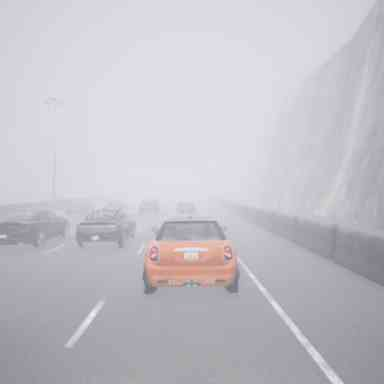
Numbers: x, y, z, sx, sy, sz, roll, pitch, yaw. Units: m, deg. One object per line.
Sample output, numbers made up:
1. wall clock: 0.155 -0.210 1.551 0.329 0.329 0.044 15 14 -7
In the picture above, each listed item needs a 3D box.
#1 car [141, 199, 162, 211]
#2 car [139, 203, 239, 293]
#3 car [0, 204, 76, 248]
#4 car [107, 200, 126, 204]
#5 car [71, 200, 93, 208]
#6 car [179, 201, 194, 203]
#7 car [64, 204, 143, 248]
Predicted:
1. car: -4.082 1.409 32.814 2.128 1.511 4.902 0 1 -1
2. car: -0.061 1.361 9.112 2.097 1.767 4.553 0 0 -1
3. car: -7.193 1.528 15.109 1.882 1.535 5.008 0 0 -1
4. car: -7.592 1.503 33.301 1.994 1.385 4.181 0 1 -1
5. car: -11.094 1.528 33.323 1.994 1.385 4.181 0 1 -1
6. car: -0.463 1.484 27.492 2.033 1.411 5.357 0 0 -1
7. car: -3.688 1.517 14.910 2.128 1.511 4.902 0 0 -1
